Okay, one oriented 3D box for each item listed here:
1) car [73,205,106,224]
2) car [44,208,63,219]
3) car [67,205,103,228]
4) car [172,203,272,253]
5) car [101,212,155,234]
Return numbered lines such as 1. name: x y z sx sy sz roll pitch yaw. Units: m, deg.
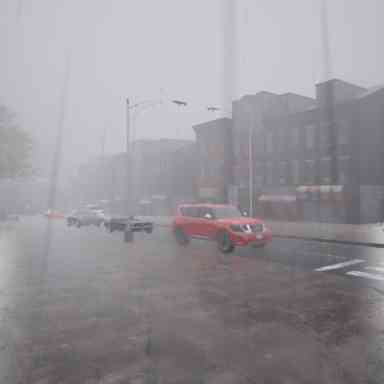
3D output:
1. car: -12.418 2.598 39.930 2.150 2.045 5.566 0 -2 -36
2. car: -22.686 3.481 54.325 2.097 1.767 4.553 0 -2 -36
3. car: -10.490 2.441 32.167 2.097 1.767 4.553 0 -2 -35
4. car: 1.160 1.566 15.837 2.150 2.045 5.566 0 -2 -35
5. car: -4.556 2.291 23.841 1.895 1.301 4.718 0 -2 -36
